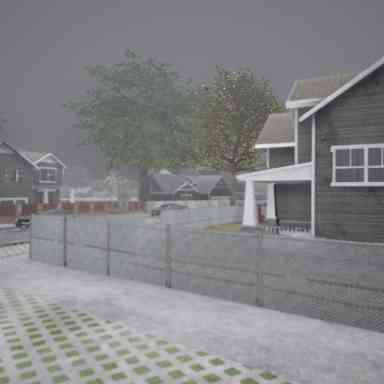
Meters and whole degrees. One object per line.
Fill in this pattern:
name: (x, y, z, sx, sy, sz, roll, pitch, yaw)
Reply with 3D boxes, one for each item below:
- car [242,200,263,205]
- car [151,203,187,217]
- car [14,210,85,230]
car: (9.513, 2.143, 52.236, 2.097, 1.767, 4.553, 0, -1, 43)
car: (-2.494, 2.000, 36.766, 1.882, 1.535, 5.008, 0, -1, 34)
car: (-9.851, 1.925, 23.280, 1.895, 1.301, 4.718, 0, -1, 25)
